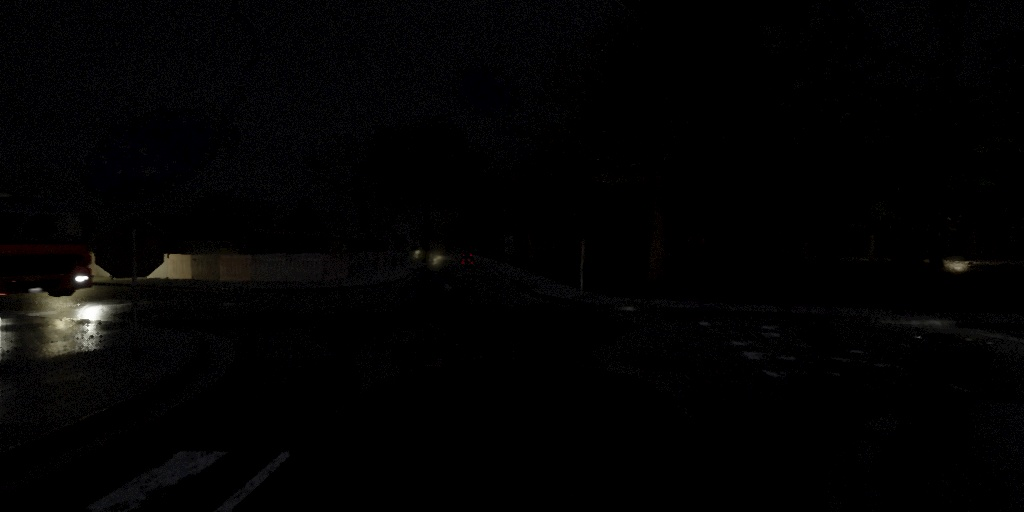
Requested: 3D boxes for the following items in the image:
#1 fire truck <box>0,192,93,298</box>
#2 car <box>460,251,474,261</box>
[{"bbox_3d":[-19.998,-0.352,13.240,8.468,3.827,2.891,1,2,17],"label":"fire truck"},{"bbox_3d":[-7.106,-0.010,56.712,1.812,1.442,4.674,0,1,-8],"label":"car"}]
